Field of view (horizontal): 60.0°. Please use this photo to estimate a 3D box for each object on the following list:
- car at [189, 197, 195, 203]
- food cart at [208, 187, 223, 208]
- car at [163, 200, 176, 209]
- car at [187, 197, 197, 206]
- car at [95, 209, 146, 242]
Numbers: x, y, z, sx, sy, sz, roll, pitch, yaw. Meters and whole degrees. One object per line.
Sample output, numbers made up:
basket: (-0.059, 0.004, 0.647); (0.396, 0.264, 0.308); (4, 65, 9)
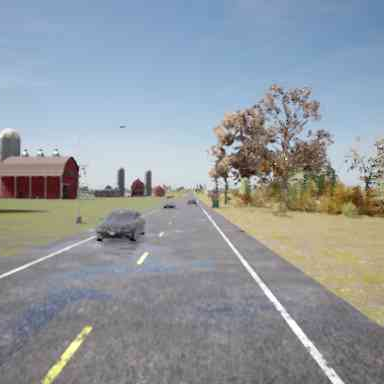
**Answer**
car: (-0.002, 2.126, 90.304); (1.812, 1.442, 4.674); (0, 0, 0)
food cart: (4.017, 0.982, 58.372); (2.280, 3.560, 4.660); (1, 0, 0)
car: (-3.552, 2.021, 53.344); (2.033, 1.411, 5.357); (0, 0, 1)
car: (-0.002, 2.040, 68.145); (2.128, 1.511, 4.902); (0, 0, 0)
car: (-3.569, 1.664, 17.352); (1.837, 1.490, 4.892); (0, -1, 0)
